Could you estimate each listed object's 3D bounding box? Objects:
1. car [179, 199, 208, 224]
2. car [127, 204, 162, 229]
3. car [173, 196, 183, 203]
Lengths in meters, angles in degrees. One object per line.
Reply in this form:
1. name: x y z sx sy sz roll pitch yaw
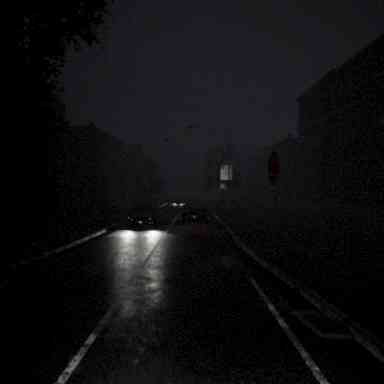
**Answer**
1. car: 0.178 1.541 25.364 1.882 1.535 5.008 0 0 0
2. car: -3.090 1.575 22.431 1.837 1.490 4.892 0 0 1
3. car: -2.636 1.505 65.153 1.994 1.385 4.181 0 0 1
